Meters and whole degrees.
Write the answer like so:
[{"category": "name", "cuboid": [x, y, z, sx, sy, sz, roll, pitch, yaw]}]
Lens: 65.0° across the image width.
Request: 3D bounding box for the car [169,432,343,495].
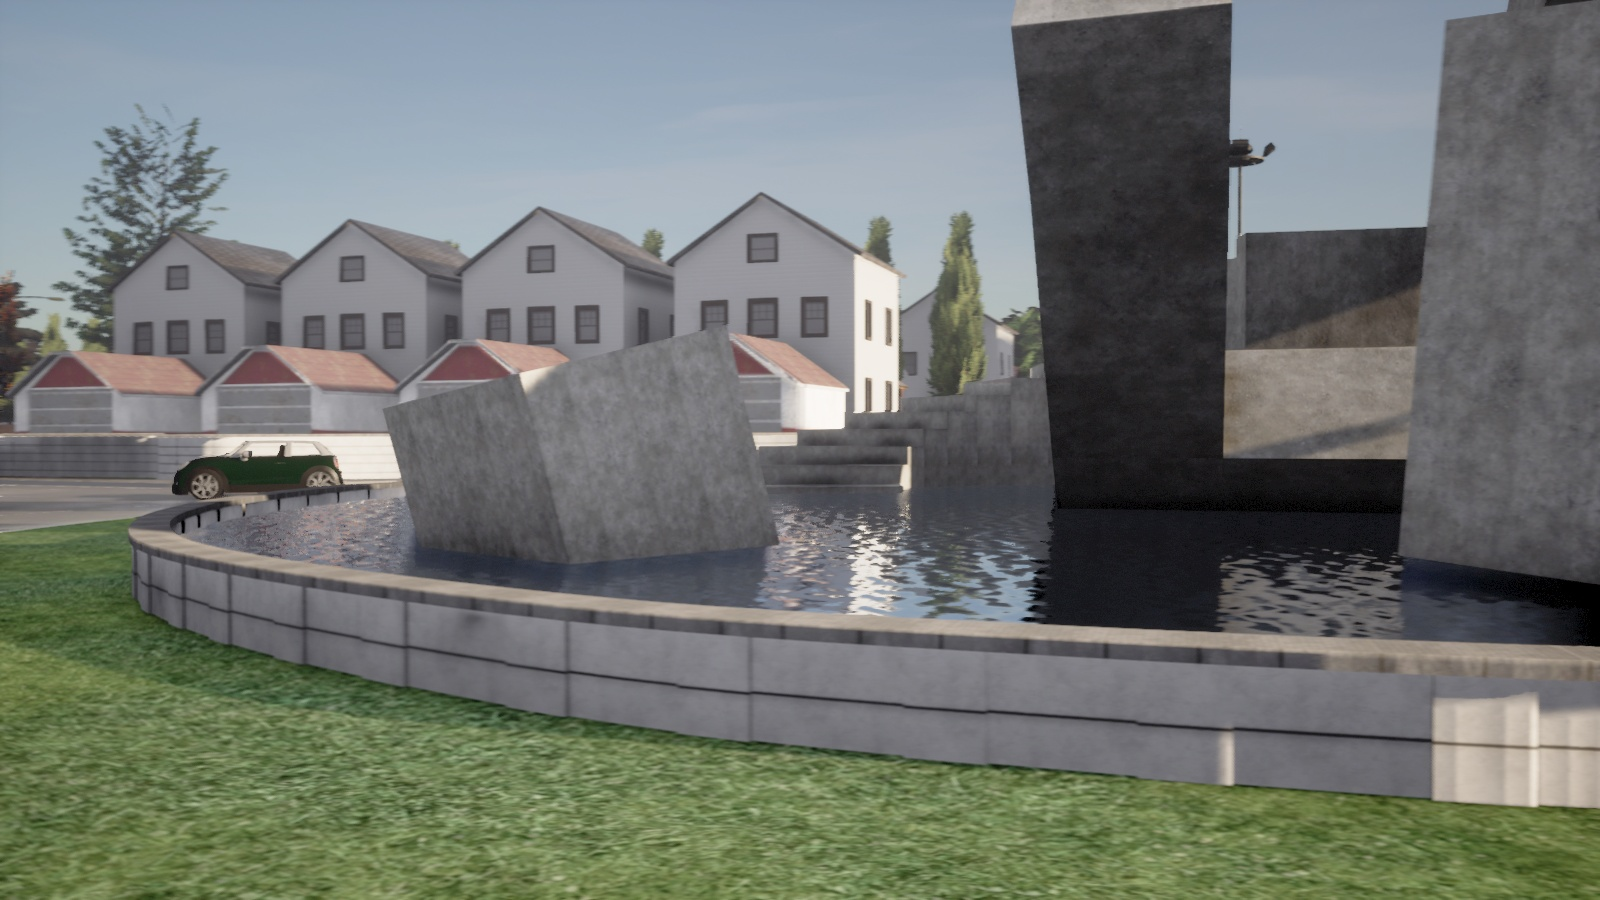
[{"category": "car", "cuboid": [-13.247, 0.306, 30.837, 3.806, 1.475, 1.970, 0, 1, -20]}]
